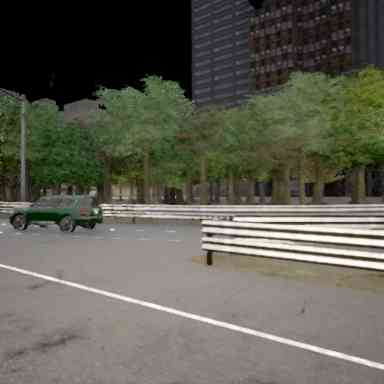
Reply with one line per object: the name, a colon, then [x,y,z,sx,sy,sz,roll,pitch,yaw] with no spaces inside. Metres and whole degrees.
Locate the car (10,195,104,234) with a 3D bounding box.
car: [-7.876,1.221,19.438,5.566,2.045,2.150,0,0,19]
